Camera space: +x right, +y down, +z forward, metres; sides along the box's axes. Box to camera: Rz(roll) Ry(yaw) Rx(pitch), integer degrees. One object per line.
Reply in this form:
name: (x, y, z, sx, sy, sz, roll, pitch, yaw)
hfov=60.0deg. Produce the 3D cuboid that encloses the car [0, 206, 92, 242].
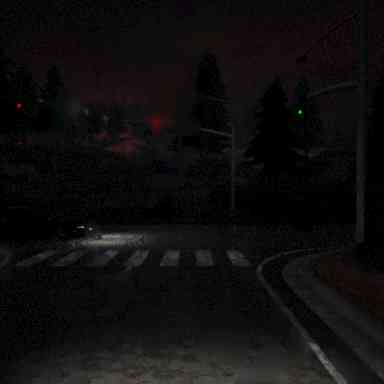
car: (-6.991, 1.416, 14.916, 4.892, 1.490, 1.837, 0, 0, 0)
